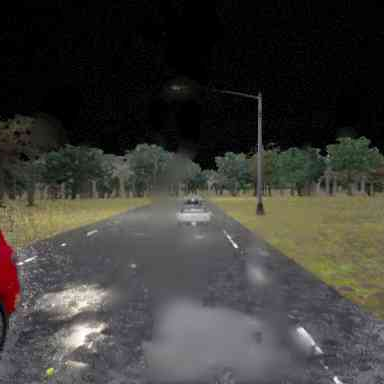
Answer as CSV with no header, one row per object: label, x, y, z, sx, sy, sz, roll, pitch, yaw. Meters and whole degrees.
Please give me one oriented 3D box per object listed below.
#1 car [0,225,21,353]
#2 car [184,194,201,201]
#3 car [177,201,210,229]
car,-3.594,1.213,2.638,2.150,2.045,5.566,0,0,0
car,0.107,1.024,42.435,2.097,1.767,4.553,0,0,0
car,0.095,1.458,20.681,1.895,1.301,4.718,0,1,0
